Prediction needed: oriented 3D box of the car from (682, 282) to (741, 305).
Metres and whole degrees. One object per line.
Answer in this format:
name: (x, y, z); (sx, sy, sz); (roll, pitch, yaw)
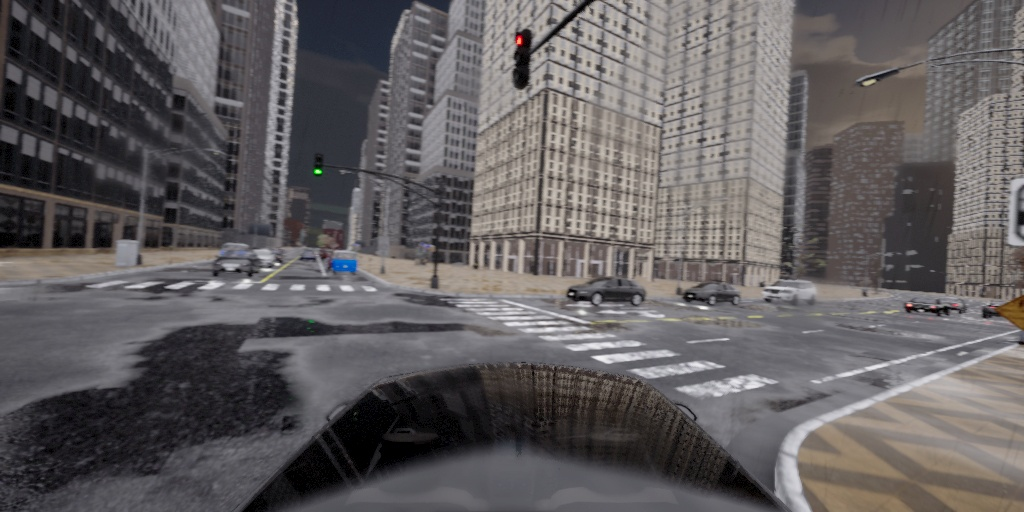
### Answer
car: (13.981, 2.593, 25.056); (4.892, 1.490, 1.837); (4, -1, -30)

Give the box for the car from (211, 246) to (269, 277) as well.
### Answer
car: (-16.177, 0.372, 21.293); (2.128, 1.511, 4.902); (4, -1, -29)

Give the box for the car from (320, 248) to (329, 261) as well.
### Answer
car: (-26.553, -0.187, 51.996); (2.192, 1.841, 5.009); (0, 0, -29)

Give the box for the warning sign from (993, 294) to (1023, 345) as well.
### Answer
warning sign: (18.385, 2.304, 12.925); (1.060, 1.860, 1.300); (0, 0, -30)

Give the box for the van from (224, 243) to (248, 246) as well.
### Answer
van: (-25.855, -0.292, 33.398); (1.690, 1.789, 3.998); (0, 0, -29)

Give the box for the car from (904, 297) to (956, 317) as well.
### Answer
car: (33.930, 4.118, 29.225); (4.718, 1.301, 1.895); (4, -1, -31)

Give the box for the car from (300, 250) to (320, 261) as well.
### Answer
car: (-27.800, -0.048, 49.006); (1.994, 1.385, 4.181); (4, -1, -30)

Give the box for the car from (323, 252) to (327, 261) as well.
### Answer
car: (-15.843, 0.557, 32.610); (1.888, 1.381, 4.507); (0, 0, -29)

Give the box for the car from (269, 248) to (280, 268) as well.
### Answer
car: (-21.089, 0.172, 30.201); (1.812, 1.442, 4.674); (4, -1, -29)

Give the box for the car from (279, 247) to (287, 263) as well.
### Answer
car: (-26.216, -0.052, 39.512); (2.033, 1.411, 5.357); (4, -1, -29)

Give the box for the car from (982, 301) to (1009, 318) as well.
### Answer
car: (40.160, 4.431, 29.280); (4.902, 1.511, 2.128); (4, -1, -33)

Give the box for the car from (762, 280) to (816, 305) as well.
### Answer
car: (24.033, 3.094, 30.970); (5.566, 2.045, 2.150); (5, -1, -30)

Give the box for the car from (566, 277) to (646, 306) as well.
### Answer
car: (5.260, 1.910, 19.901); (4.892, 1.490, 1.837); (4, -1, -28)

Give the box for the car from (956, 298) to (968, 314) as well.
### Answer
car: (42.226, 4.713, 34.571); (5.357, 1.411, 2.033); (4, -1, -33)

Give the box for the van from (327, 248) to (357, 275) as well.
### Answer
van: (-13.092, 0.486, 27.805); (1.690, 1.789, 3.998); (0, 0, -29)
